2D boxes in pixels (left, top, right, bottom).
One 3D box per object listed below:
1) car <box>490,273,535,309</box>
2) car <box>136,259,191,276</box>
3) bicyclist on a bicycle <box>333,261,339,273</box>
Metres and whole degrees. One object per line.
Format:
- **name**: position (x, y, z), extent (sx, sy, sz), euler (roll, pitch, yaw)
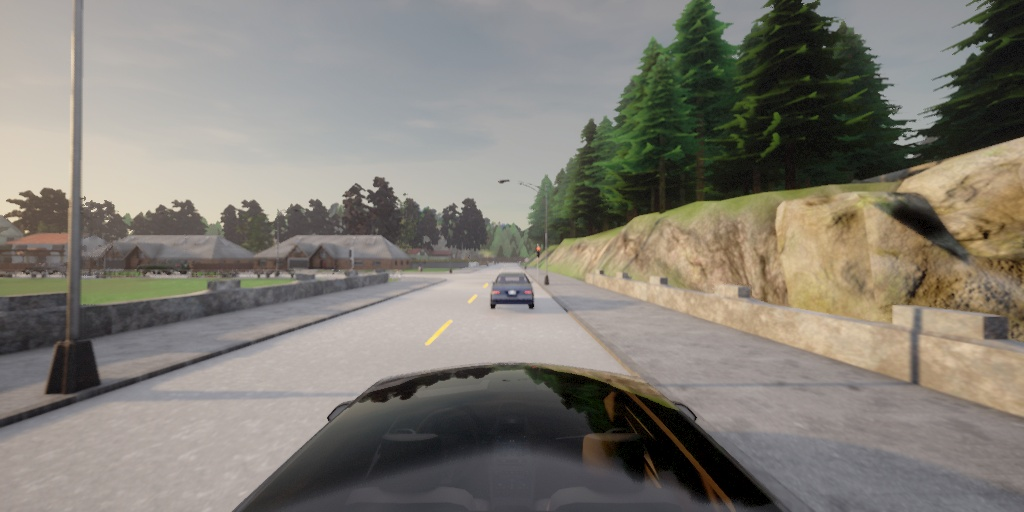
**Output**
- **car**: position (0.008, 1.434, 15.844), extent (2.033, 1.411, 5.357), euler (0, -1, 0)
- **car**: position (-43.504, 1.384, 44.872), extent (5.566, 2.045, 2.150), euler (0, -1, 0)
- **bicyclist on a bicycle**: position (-24.159, 1.558, 49.161), extent (0.582, 1.620, 1.656), euler (0, 0, 0)
